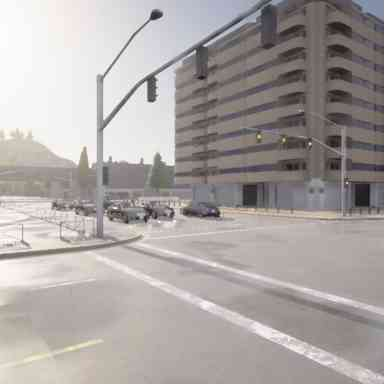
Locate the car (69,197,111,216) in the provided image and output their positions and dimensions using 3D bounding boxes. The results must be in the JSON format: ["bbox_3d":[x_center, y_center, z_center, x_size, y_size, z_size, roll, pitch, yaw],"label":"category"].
[{"bbox_3d":[-10.279,1.547,33.231,2.128,1.511,4.902,0,0,-35],"label":"car"}]

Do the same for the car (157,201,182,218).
[{"bbox_3d":[-3.365,1.547,29.522,2.128,1.511,4.902,0,0,-35],"label":"car"}]

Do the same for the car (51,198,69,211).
[{"bbox_3d":[-16.233,1.548,41.655,2.128,1.511,4.902,0,0,-35],"label":"car"}]

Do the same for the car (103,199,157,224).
[{"bbox_3d":[-5.032,1.547,25.819,2.128,1.511,4.902,0,0,-35],"label":"car"}]

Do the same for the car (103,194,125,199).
[{"bbox_3d":[-9.065,1.277,37.573,2.150,2.045,5.566,0,0,-35],"label":"car"}]

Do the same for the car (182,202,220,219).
[{"bbox_3d":[0.695,1.619,30.192,1.994,1.385,4.181,0,0,-35],"label":"car"}]
